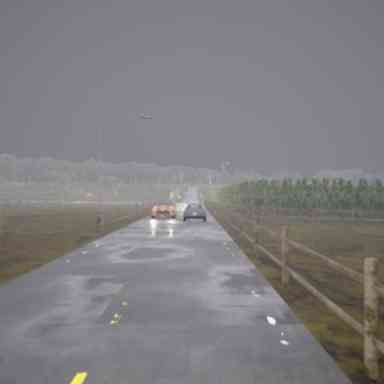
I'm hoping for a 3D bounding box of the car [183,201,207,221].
[{"bbox_3d":[0.233,1.721,28.582,1.994,1.385,4.181,0,-1,1],"label":"car"}]

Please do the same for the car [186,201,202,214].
[{"bbox_3d":[0.289,1.841,41.367,1.812,1.442,4.674,0,-1,1],"label":"car"}]

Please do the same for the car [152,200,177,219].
[{"bbox_3d":[-2.561,1.535,31.537,2.097,1.767,4.553,0,-1,0],"label":"car"}]
